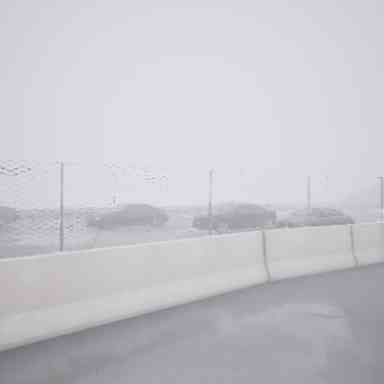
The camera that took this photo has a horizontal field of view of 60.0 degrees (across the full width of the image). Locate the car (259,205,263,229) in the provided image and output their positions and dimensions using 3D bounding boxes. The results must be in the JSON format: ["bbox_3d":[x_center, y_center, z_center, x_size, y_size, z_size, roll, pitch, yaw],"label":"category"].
[{"bbox_3d":[2.403,1.309,18.065,5.008,1.535,1.882,0,1,-32],"label":"car"}]

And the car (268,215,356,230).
[{"bbox_3d":[6.026,1.440,16.189,4.181,1.385,1.994,0,1,-31],"label":"car"}]
